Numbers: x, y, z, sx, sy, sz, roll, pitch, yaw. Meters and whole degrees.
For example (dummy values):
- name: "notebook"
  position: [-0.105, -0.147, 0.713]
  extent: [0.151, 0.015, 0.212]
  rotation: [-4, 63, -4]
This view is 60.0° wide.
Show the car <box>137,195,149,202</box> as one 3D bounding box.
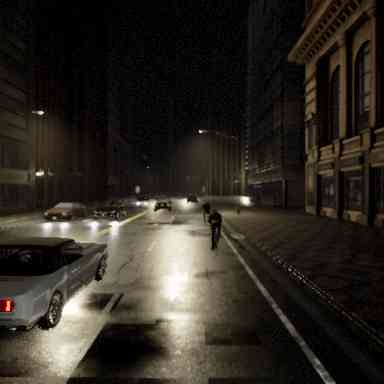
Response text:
- name: "car"
  position: [-9.760, 1.293, 66.565]
  extent: [1.895, 1.301, 4.718]
  rotation: [0, 0, 0]

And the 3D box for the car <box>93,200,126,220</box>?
- name: "car"
  position: [-6.597, 1.429, 27.065]
  extent: [1.837, 1.490, 4.892]
  rotation: [0, 0, 0]

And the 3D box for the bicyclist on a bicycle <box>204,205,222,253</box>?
- name: "bicyclist on a bicycle"
  position: [0.895, 1.432, 12.575]
  extent: [0.582, 1.620, 1.656]
  rotation: [0, 0, 0]

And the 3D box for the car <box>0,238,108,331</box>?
- name: "car"
  position: [-3.151, 1.593, 6.840]
  extent: [1.895, 1.301, 4.718]
  rotation: [0, 0, 0]

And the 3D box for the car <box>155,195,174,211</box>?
- name: "car"
  position: [-3.151, 1.421, 37.802]
  extent: [2.033, 1.411, 5.357]
  rotation: [0, 0, 0]

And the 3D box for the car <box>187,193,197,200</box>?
- name: "car"
  position: [-0.003, 1.120, 78.953]
  extent: [2.128, 1.511, 4.902]
  rotation: [0, 1, 0]

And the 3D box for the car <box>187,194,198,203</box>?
- name: "car"
  position: [0.053, 1.312, 59.814]
  extent: [1.994, 1.385, 4.181]
  rotation: [0, 0, 0]

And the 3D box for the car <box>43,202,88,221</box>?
- name: "car"
  position: [-9.850, 1.475, 26.480]
  extent: [2.033, 1.411, 5.357]
  rotation: [0, 0, 0]

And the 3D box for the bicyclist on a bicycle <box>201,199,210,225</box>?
- name: "bicyclist on a bicycle"
  position: [0.895, 1.320, 21.440]
  extent: [0.659, 1.776, 1.843]
  rotation: [0, 0, 0]
